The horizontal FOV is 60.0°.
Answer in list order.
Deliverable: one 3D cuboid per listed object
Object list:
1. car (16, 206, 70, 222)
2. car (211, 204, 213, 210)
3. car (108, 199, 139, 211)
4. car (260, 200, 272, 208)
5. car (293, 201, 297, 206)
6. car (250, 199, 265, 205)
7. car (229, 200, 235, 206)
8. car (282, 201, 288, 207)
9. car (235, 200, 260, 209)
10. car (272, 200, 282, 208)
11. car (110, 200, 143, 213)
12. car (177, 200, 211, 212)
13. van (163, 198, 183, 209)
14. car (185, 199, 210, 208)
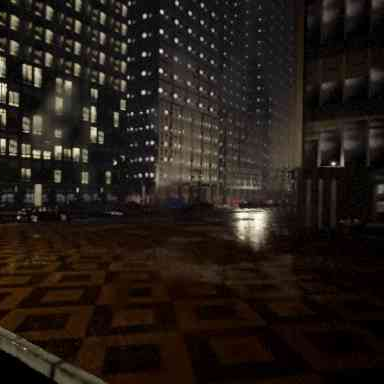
[{"bbox_3d":[-12.783,1.851,28.808,2.008,1.369,4.403,1,-1,36],"label":"car"},{"bbox_3d":[1.614,2.150,53.496,2.128,1.511,4.902,1,0,36],"label":"car"},{"bbox_3d":[-9.777,1.830,47.521,1.967,1.590,4.097,1,0,36],"label":"car"},{"bbox_3d":[13.513,2.525,65.491,1.802,1.307,4.206,1,0,36],"label":"car"},{"bbox_3d":[26.715,2.827,83.796,1.947,1.339,4.313,1,0,36],"label":"car"},{"bbox_3d":[16.617,2.596,84.121,1.947,1.339,4.313,1,0,36],"label":"car"},{"bbox_3d":[10.019,2.453,74.971,1.802,1.307,4.206,1,0,36],"label":"car"},{"bbox_3d":[20.114,2.668,74.643,1.947,1.339,4.313,1,0,36],"label":"car"},{"bbox_3d":[10.213,2.429,60.915,1.947,1.339,4.313,1,0,36],"label":"car"},{"bbox_3d":[16.815,2.463,70.068,1.967,1.590,4.097,1,0,36],"label":"car"},{"bbox_3d":[-8.550,1.980,44.744,1.994,1.385,4.181,1,0,36],"label":"car"},{"bbox_3d":[0.312,2.188,47.186,1.947,1.339,4.313,1,0,36],"label":"car"},{"bbox_3d":[-3.177,1.892,56.673,1.690,1.788,3.998,1,0,36],"label":"van"},{"bbox_3d":[0.970,1.961,57.805,1.895,1.301,4.718,1,0,36],"label":"car"}]
